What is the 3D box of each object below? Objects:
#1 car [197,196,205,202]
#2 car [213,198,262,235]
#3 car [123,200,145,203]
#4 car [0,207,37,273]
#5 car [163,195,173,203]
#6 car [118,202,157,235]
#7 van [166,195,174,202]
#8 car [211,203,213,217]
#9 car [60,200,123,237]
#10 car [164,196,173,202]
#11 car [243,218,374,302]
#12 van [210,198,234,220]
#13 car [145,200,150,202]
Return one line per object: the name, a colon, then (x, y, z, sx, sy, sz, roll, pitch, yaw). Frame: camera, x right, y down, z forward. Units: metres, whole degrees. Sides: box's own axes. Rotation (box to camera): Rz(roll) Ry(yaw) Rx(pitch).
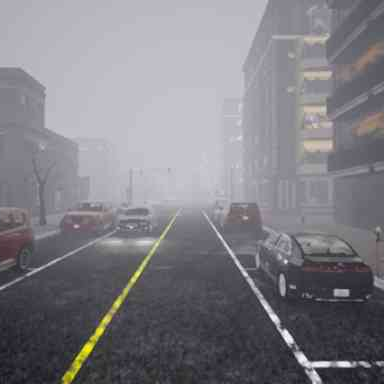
car: (2.468, 1.782, 89.994, 1.967, 1.590, 4.097, 1, 0, 0)
car: (2.661, 1.389, 18.974, 2.192, 1.841, 5.009, 1, 0, 0)
car: (-5.750, 1.554, 29.773, 1.967, 1.590, 4.097, 1, 0, 0)
car: (-5.690, 1.347, 8.144, 2.192, 1.841, 5.009, 1, 0, 0)
car: (-5.960, 1.842, 78.541, 1.887, 1.381, 4.507, 1, 0, 0)
car: (-3.148, 1.581, 19.623, 1.837, 1.490, 4.892, 0, 0, 0)
van: (-5.910, 1.681, 89.912, 1.690, 1.788, 3.998, 1, 0, 0)
car: (2.644, 1.535, 24.381, 1.967, 1.590, 4.097, 1, 0, 0)
car: (-5.719, 1.388, 18.959, 2.192, 1.841, 5.009, 1, 0, 0)
car: (-5.899, 1.863, 84.223, 1.887, 1.381, 4.507, 1, 0, 0)
car: (2.686, 1.584, 8.159, 2.008, 1.369, 4.403, 1, 0, 0)
van: (2.631, 1.457, 29.788, 1.690, 1.788, 3.998, 1, 0, 0)
car: (-5.782, 1.706, 40.586, 2.008, 1.369, 4.403, 1, 0, 0)
